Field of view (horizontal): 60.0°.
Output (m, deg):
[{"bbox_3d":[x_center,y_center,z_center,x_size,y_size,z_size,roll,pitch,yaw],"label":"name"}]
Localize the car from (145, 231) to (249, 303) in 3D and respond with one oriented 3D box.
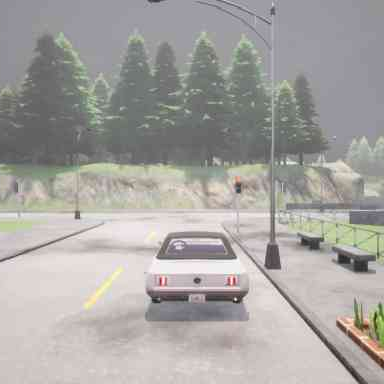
[{"bbox_3d":[0.097,1.601,8.139,1.895,1.301,4.718,0,0,0],"label":"car"}]
